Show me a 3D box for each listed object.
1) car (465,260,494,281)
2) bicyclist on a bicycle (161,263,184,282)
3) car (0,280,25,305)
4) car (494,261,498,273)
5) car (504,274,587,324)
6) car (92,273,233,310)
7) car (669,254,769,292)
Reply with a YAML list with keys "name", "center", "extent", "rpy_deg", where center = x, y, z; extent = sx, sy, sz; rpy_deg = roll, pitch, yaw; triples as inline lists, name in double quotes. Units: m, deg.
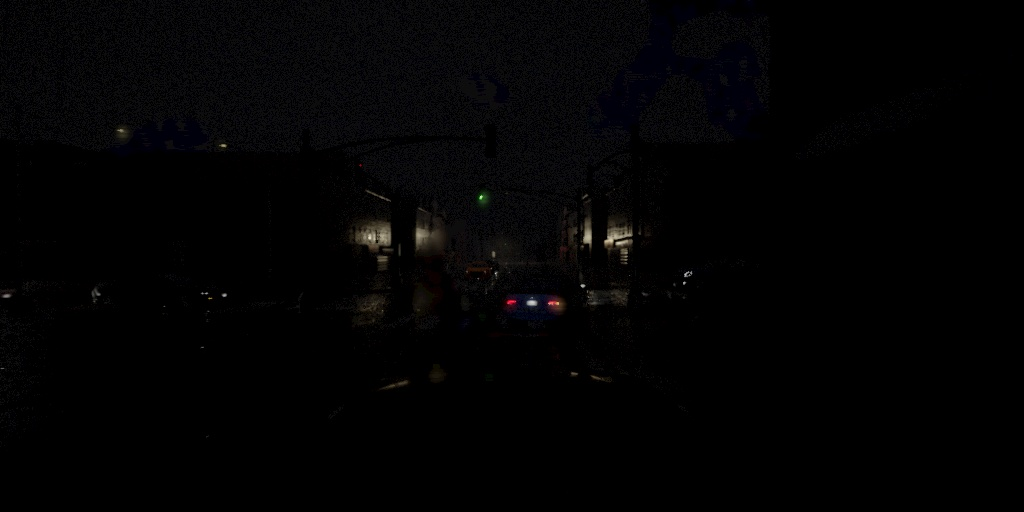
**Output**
- name: "car"
  center: [-2.847, 1.242, 30.961]
  extent: [1.882, 1.535, 5.008]
  rpy_deg: [0, 0, 0]
- name: "bicyclist on a bicycle"
  center: [-20.148, 1.217, 21.228]
  extent: [0.582, 1.620, 1.656]
  rpy_deg: [0, 1, 0]
- name: "car"
  center: [-24.116, 1.438, 15.365]
  extent: [4.902, 1.511, 2.128]
  rpy_deg: [0, 0, 0]
- name: "car"
  center: [-2.847, 1.255, 40.508]
  extent: [1.837, 1.490, 4.892]
  rpy_deg: [0, 0, 0]
- name: "car"
  center: [1.330, 1.311, 12.163]
  extent: [2.033, 1.411, 5.357]
  rpy_deg: [-1, 0, 18]
- name: "car"
  center: [-14.797, 1.456, 15.356]
  extent: [4.892, 1.490, 1.837]
  rpy_deg: [0, 0, -2]
- name: "car"
  center: [10.575, 0.828, 18.417]
  extent: [4.553, 1.767, 2.097]
  rpy_deg: [-2, 0, 1]
